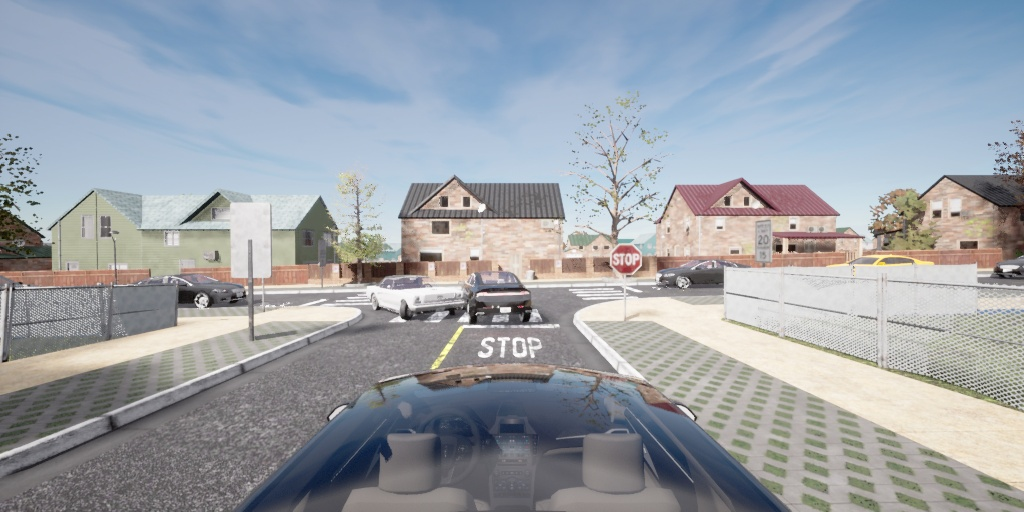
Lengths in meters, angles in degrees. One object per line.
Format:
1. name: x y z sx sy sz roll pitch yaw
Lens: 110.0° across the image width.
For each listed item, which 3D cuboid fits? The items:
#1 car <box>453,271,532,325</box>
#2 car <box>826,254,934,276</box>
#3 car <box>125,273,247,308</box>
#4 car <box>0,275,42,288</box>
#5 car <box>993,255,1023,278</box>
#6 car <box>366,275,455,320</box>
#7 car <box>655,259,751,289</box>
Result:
1. car: -0.683 1.242 12.020 2.128 1.511 4.902 0 0 -12
2. car: 19.765 0.690 19.460 5.008 1.535 1.882 -1 1 -1
3. car: -14.899 1.566 16.378 4.902 1.511 2.128 -1 1 0
4. car: -24.236 1.648 16.340 4.553 1.767 2.097 -1 1 0
5. car: 29.390 0.478 19.494 4.902 1.511 2.128 -1 1 0
6. car: -3.600 1.368 12.880 1.895 1.301 4.718 0 0 -38
7. car: 10.335 0.926 19.426 4.902 1.511 2.128 -1 1 0
